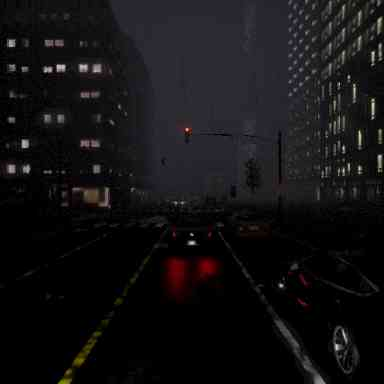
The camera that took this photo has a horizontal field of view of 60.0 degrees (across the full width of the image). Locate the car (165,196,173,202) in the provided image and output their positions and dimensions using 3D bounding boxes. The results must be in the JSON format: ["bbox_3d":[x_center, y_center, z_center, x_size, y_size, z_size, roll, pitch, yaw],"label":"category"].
[{"bbox_3d":[-5.695,1.666,82.116,1.802,1.307,4.206,0,0,0],"label":"car"}]

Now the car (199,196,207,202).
[{"bbox_3d":[2.685,1.628,82.116,1.887,1.381,4.507,0,0,0],"label":"car"}]

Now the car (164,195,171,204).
[{"bbox_3d":[-5.695,1.602,65.536,2.008,1.369,4.403,0,0,0],"label":"car"}]

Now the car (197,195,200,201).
[{"bbox_3d":[2.684,1.376,71.062,2.192,1.841,5.009,0,0,0],"label":"car"}]

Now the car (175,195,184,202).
[{"bbox_3d":[-3.002,1.571,78.619,1.837,1.490,4.892,0,0,0],"label":"car"}]

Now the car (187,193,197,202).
[{"bbox_3d":[-0.002,1.218,73.597,2.150,2.045,5.566,0,0,0],"label":"car"}]

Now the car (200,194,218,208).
[{"bbox_3d":[2.685,1.341,48.956,2.192,1.841,5.009,0,0,0],"label":"car"}]

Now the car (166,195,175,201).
[{"bbox_3d":[-5.696,1.535,87.642,1.967,1.590,4.097,0,0,0],"label":"car"}]

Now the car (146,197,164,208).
[{"bbox_3d":[-5.694,1.577,48.956,2.008,1.369,4.403,0,0,0],"label":"car"}]

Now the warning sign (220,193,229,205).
[{"bbox_3d":[5.071,1.145,52.213,1.300,1.860,1.060,0,0,0],"label":"warning sign"}]

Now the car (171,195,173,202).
[{"bbox_3d":[-5.695,1.606,71.061,1.887,1.381,4.507,0,0,0],"label":"car"}]

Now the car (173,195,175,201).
[{"bbox_3d":[-5.696,1.513,76.589,1.967,1.590,4.097,0,0,0],"label":"car"}]

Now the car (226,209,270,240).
[{"bbox_3d":[2.686,1.527,16.713,1.752,1.417,4.829,0,0,0],"label":"car"}]

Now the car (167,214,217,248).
[{"bbox_3d":[0.000,1.619,14.681,1.895,1.301,4.718,0,0,0],"label":"car"}]

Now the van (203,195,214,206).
[{"bbox_3d":[2.684,1.374,54.482,1.690,1.788,3.998,0,0,0],"label":"van"}]

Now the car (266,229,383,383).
[{"bbox_3d":[2.686,1.565,5.278,1.947,1.339,4.313,0,0,0],"label":"car"}]
